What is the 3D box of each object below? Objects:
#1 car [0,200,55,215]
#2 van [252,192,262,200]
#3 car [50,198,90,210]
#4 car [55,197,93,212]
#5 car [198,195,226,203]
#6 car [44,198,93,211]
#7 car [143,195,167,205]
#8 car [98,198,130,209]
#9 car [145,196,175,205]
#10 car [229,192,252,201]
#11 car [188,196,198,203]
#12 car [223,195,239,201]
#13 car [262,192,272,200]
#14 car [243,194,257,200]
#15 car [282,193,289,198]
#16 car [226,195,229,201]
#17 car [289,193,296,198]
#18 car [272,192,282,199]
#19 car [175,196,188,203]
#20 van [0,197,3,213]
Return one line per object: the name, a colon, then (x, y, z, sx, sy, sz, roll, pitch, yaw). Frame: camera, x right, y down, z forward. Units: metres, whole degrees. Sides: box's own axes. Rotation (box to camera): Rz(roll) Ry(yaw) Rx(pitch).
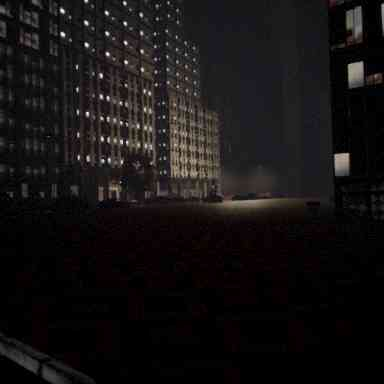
car: (-15.521, 1.376, 30.550, 1.752, 1.417, 4.829, -2, -1, 35)
van: (12.950, 0.963, 71.761, 1.690, 1.788, 3.998, -2, -1, 35)
car: (-16.031, 1.570, 43.942, 1.752, 1.417, 4.829, -2, -1, 35)
car: (-12.449, 1.263, 35.009, 1.967, 1.590, 4.097, -2, -1, 35)
car: (3.508, 1.217, 58.129, 1.752, 1.417, 4.829, -2, -1, 35)
car: (-15.026, 1.521, 40.810, 2.033, 1.411, 5.357, -2, -1, 35)
car: (-6.411, 1.406, 57.899, 1.967, 1.590, 4.097, -2, -1, 35)
car: (-9.276, 1.377, 39.605, 1.802, 1.307, 4.206, -2, -1, 35)
car: (-5.463, 1.400, 54.600, 1.837, 1.490, 4.892, -2, -2, 35)
car: (9.755, 1.085, 67.181, 1.967, 1.590, 4.097, -2, -1, 35)
car: (-0.058, 1.468, 67.109, 2.008, 1.369, 4.403, -2, -1, 35)
car: (9.468, 1.393, 80.926, 1.887, 1.381, 4.507, -2, -1, 35)
car: (16.139, 1.038, 76.347, 1.967, 1.590, 4.097, -2, -1, 35)
car: (15.819, 1.350, 90.136, 1.887, 1.381, 4.507, -2, -1, 35)
car: (22.541, 1.119, 85.499, 1.947, 1.339, 4.313, -2, -1, 35)
car: (6.290, 1.311, 76.321, 1.967, 1.590, 4.097, -2, -1, 35)
car: (25.807, 1.057, 90.238, 1.752, 1.417, 4.829, -2, -1, 35)
car: (19.328, 0.891, 80.931, 2.192, 1.841, 5.009, -2, -1, 35)
car: (-3.233, 1.486, 62.503, 1.887, 1.381, 4.507, -2, -1, 35)
van: (-22.289, 1.441, 34.873, 1.690, 1.788, 3.998, -2, -1, 35)
